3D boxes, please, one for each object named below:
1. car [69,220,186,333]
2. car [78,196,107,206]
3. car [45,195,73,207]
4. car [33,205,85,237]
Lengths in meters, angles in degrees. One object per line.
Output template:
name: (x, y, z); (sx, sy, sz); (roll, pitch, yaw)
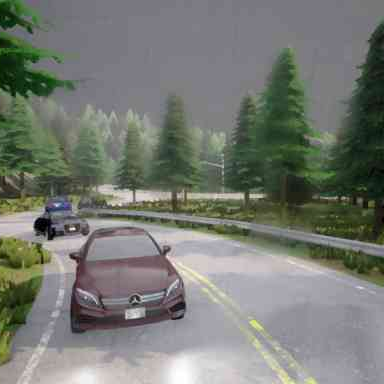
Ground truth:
car: (-1.523, 1.523, 7.086); (1.812, 1.442, 4.674); (-2, 0, -17)
car: (-12.726, 1.289, 42.820); (2.097, 1.767, 4.553); (2, 2, 13)
car: (-12.868, 1.326, 32.230); (2.150, 2.045, 5.566); (-1, 0, -18)
car: (-7.073, 1.663, 17.829); (1.994, 1.385, 4.181); (-4, 2, -38)
